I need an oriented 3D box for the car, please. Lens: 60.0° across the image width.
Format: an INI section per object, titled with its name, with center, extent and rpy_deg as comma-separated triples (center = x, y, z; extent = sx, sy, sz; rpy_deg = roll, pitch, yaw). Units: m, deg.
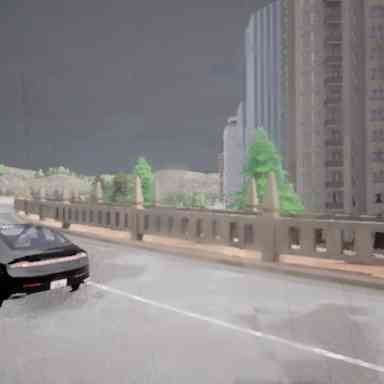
[car]
center = -4.305, 1.490, 7.760
extent = 4.902, 1.511, 2.128
rpy_deg = 0, 0, 41
